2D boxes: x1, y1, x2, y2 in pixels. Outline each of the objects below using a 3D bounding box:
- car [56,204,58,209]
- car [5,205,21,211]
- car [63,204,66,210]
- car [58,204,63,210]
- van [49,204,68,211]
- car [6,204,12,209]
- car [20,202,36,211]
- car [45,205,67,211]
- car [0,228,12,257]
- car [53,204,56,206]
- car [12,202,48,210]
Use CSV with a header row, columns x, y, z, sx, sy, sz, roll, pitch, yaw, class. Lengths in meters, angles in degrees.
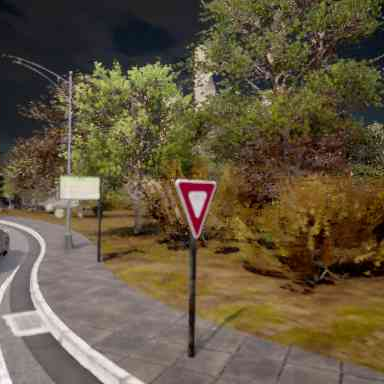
x,y,z,sx,sy,sz,roll,pitch,yaw,class
-30.042,3.138,66.298,4.792,1.488,2.163,1,-4,-14,car
-42.049,3.721,78.120,2.033,1.411,5.357,1,-3,-14,car
-33.374,3.932,79.644,4.674,1.452,2.002,1,-3,-14,car
-32.082,3.464,74.300,4.553,1.767,2.185,1,-3,-14,car
-35.244,4.097,87.697,4.442,1.987,1.878,1,-3,-14,van
-36.087,3.196,67.550,2.128,1.511,4.902,1,-4,-14,car
-39.000,3.528,79.344,2.150,2.045,5.566,1,-3,-14,car
-34.669,4.210,84.994,4.792,1.488,2.163,1,-3,-14,car
-7.632,1.727,11.577,1.837,1.490,4.892,1,0,-22,car
-29.405,2.940,63.629,4.892,1.521,2.231,1,-4,-14,car
-28.096,2.598,58.289,4.892,1.521,2.231,1,-4,-14,car
